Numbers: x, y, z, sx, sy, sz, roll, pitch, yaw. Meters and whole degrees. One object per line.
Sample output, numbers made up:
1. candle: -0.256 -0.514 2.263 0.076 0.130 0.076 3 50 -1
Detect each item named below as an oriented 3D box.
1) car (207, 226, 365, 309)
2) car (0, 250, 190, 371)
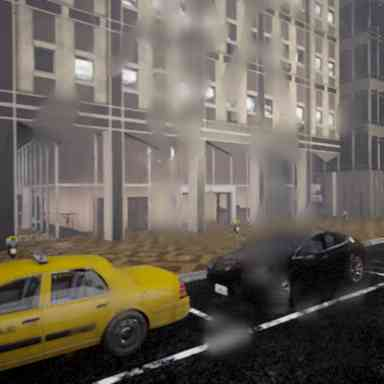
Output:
1. car: 2.344 1.516 7.769 4.313 1.339 1.947 -1 0 -35
2. car: -2.312 1.521 4.451 4.829 1.417 1.752 -1 0 -35
